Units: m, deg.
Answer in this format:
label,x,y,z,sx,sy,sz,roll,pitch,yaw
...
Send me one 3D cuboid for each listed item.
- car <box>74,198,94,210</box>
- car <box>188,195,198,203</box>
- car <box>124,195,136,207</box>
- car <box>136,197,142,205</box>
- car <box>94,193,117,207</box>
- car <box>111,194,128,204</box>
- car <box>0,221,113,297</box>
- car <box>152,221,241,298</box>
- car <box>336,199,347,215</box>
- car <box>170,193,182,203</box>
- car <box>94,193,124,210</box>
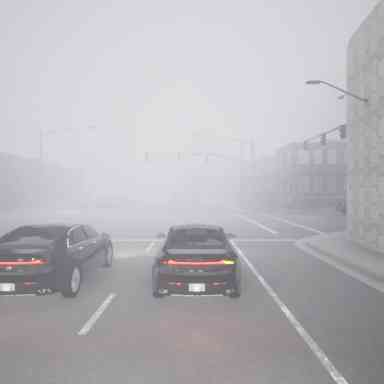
label,x,y,z,sx,sy,sz,roll,pitch,yaw
car,-13.951,1.508,43.751,2.128,1.511,4.902,0,0,0
car,0.214,1.378,68.242,2.097,1.767,4.553,0,0,0
car,-10.428,1.372,51.104,2.097,1.767,4.553,0,0,0
car,-10.371,1.587,60.998,1.994,1.385,4.181,0,0,1
car,-13.912,1.242,53.702,2.150,2.045,5.566,0,0,0
car,-13.841,1.376,63.869,2.097,1.767,4.553,0,0,1
car,-3.395,1.508,8.547,1.837,1.490,4.892,0,0,0
car,0.105,1.508,8.531,1.837,1.490,4.892,0,0,0
car,14.907,0.775,27.572,5.566,2.045,2.150,-5,0,0
car,-3.286,1.248,68.309,2.150,2.045,5.566,0,0,0
car,-10.458,1.368,42.251,2.097,1.767,4.553,0,0,0
